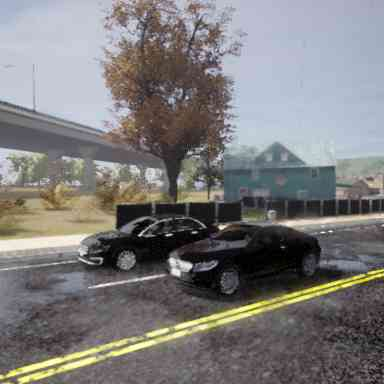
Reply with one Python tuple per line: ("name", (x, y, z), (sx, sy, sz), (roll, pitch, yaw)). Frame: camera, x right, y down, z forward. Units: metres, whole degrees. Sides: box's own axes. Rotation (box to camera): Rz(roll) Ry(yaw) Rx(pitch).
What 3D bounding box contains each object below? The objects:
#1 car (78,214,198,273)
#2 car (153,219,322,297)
("car", (-1.154, 1.518, 10.847), (4.892, 1.490, 1.837), (0, 0, -35))
("car", (1.543, 1.541, 8.779), (4.674, 1.442, 1.812), (0, 0, -36))
